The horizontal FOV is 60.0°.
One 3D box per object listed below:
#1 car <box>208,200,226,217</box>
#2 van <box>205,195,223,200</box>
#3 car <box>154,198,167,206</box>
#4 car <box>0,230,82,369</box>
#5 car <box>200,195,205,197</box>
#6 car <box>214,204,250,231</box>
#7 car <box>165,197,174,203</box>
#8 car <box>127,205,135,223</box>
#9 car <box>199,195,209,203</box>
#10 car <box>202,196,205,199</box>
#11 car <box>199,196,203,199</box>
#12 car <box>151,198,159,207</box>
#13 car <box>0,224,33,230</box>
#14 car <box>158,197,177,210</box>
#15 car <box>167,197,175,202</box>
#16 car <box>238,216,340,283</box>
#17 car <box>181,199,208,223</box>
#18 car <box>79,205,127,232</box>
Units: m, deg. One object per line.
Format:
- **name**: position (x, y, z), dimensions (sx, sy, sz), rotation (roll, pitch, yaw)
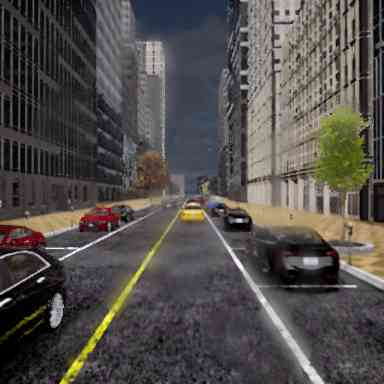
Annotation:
- **car**: position (2.688, 1.715, 32.369), dimensions (1.947, 1.339, 4.313), rotation (0, 0, 0)
- **van**: position (2.687, 1.514, 38.064), dimensions (1.690, 1.788, 3.998), rotation (0, 0, 0)
- **car**: position (-5.697, 1.811, 60.841), dimensions (2.008, 1.369, 4.403), rotation (0, 0, 0)
- **car**: position (-3.101, 1.525, 4.017), dimensions (1.837, 1.490, 4.892), rotation (0, 0, 0)
- **car**: position (2.684, 1.595, 66.523), dimensions (2.192, 1.841, 5.009), rotation (0, 0, 0)
- **car**: position (2.689, 1.665, 20.985), dimensions (1.947, 1.339, 4.313), rotation (0, 0, 0)
- **car**: position (-5.700, 1.889, 83.610), dimensions (2.008, 1.369, 4.403), rotation (0, 0, 0)
- **car**: position (-5.692, 1.691, 26.684), dimensions (1.947, 1.339, 4.313), rotation (0, 0, 0)
- **car**: position (2.682, 1.634, 77.908), dimensions (2.192, 1.841, 5.009), rotation (0, 0, 0)
- **car**: position (2.686, 1.636, 43.755), dimensions (1.967, 1.590, 4.097), rotation (0, 0, 0)
- **car**: position (0.084, 1.671, 43.136), dimensions (1.882, 1.535, 5.008), rotation (0, 0, 0)
- **car**: position (-5.696, 1.764, 54.977), dimensions (1.752, 1.417, 4.829), rotation (0, 0, 0)
- **car**: position (-5.690, 1.629, 9.607), dimensions (1.802, 1.307, 4.206), rotation (0, 0, 0)
- **car**: position (-3.093, 1.697, 46.701), dimensions (2.128, 1.511, 4.902), rotation (0, 0, 0)
- **car**: position (-5.702, 1.922, 89.302), dimensions (1.947, 1.339, 4.313), rotation (0, 0, 0)
- **car**: position (2.691, 1.612, 9.601), dimensions (1.947, 1.339, 4.313), rotation (0, 0, 0)
- **car**: position (0.097, 1.583, 26.381), dimensions (1.801, 1.575, 5.366), rotation (0, 0, 0)
- **car**: position (-5.691, 1.644, 20.992), dimensions (1.887, 1.381, 4.507), rotation (0, 0, 0)
